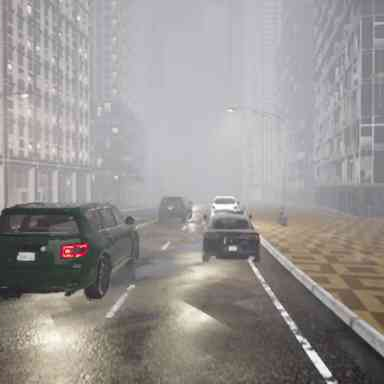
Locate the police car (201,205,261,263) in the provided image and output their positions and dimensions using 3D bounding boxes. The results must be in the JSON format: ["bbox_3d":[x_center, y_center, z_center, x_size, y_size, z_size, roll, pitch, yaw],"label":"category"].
[{"bbox_3d":[1.368,1.499,12.516,1.930,1.638,5.238,0,0,3],"label":"police car"}]

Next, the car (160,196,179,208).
[{"bbox_3d":[-3.623,1.626,54.626,2.097,1.767,4.553,0,0,10],"label":"car"}]

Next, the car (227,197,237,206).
[{"bbox_3d":[7.840,1.836,65.404,1.882,1.535,5.008,0,0,6],"label":"car"}]

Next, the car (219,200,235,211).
[{"bbox_3d":[5.053,1.872,47.322,1.895,1.301,4.718,0,0,10],"label":"car"}]

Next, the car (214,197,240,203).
[{"bbox_3d":[2.813,1.389,27.973,2.150,2.045,5.566,0,0,7],"label":"car"}]

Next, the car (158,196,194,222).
[{"bbox_3d":[-1.305,1.374,27.869,2.150,2.045,5.566,0,0,7],"label":"car"}]

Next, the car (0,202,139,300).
[{"bbox_3d":[-2.897,1.269,8.695,2.150,2.045,5.566,0,0,2],"label":"car"}]

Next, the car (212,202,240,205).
[{"bbox_3d":[2.142,1.657,22.127,1.812,1.442,4.674,0,0,6],"label":"car"}]

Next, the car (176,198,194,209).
[{"bbox_3d":[-0.976,1.769,50.924,1.837,1.490,4.892,0,0,10],"label":"car"}]
